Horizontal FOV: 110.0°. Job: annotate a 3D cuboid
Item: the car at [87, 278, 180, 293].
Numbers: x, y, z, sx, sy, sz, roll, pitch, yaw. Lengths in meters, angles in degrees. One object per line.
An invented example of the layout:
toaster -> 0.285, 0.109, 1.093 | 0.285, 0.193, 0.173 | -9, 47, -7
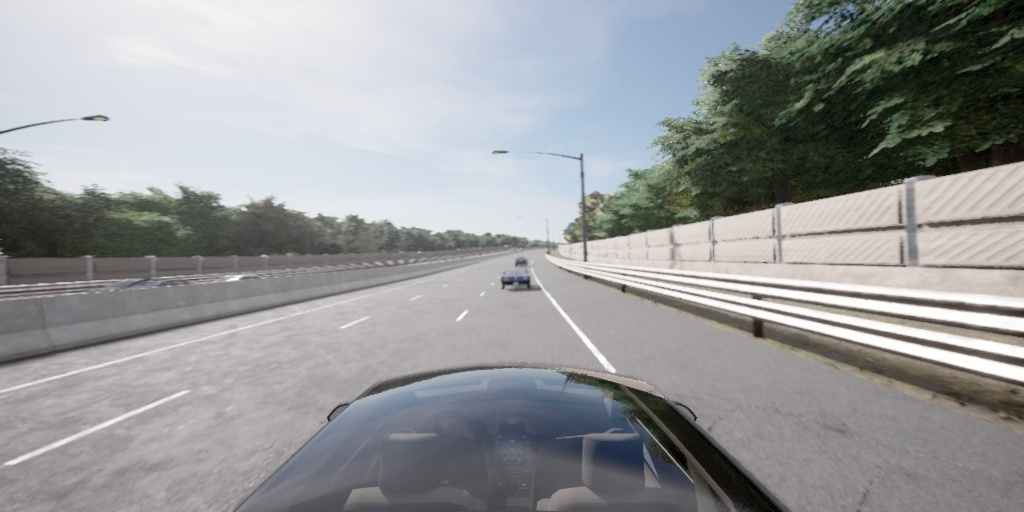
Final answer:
car -> -20.948, 2.129, 21.369 | 2.033, 1.411, 5.357 | -2, 0, 1

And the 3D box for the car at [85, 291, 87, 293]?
car -> -24.404, 2.221, 23.122 | 1.837, 1.490, 4.892 | -2, 0, 1

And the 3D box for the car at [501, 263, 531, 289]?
car -> 0.281, 1.404, 24.095 | 1.895, 1.301, 4.718 | -2, 0, 1

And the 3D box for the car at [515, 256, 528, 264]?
car -> 1.586, 0.825, 60.023 | 2.097, 1.767, 4.553 | -2, 1, 3

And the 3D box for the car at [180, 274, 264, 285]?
car -> -17.425, 1.946, 22.654 | 2.128, 1.511, 4.902 | -2, 0, 1
